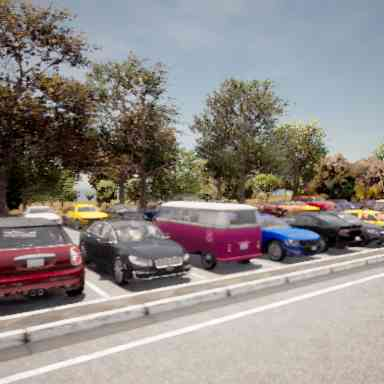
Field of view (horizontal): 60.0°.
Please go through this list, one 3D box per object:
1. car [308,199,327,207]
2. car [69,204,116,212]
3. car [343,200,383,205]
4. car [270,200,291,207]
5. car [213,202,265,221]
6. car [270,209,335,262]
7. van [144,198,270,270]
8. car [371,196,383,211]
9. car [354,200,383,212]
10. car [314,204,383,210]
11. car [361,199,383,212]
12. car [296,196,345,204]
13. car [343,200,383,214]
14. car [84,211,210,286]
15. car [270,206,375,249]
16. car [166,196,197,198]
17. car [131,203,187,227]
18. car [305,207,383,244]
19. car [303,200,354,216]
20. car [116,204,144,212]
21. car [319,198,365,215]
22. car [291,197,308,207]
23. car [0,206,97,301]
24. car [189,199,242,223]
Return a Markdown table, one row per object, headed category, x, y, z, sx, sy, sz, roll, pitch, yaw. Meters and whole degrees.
| category | x | y | z | sx | sy | sz | roll | pitch | yaw |
| --- | --- | --- | --- | --- | --- | --- | --- | --- | --- |
| car | 11.037 | 1.754 | 35.031 | 2.097 | 1.535 | 5.008 | 1 | 0 | -35 |
| car | -7.188 | 1.578 | 22.218 | 2.097 | 1.535 | 5.008 | 1 | 0 | -35 |
| car | 11.767 | 1.568 | 19.511 | 2.185 | 1.767 | 4.553 | 1 | 0 | -35 |
| car | 6.487 | 1.713 | 31.820 | 2.097 | 1.535 | 5.008 | 1 | 0 | -35 |
| car | 4.204 | 1.732 | 30.225 | 2.002 | 1.452 | 4.674 | 1 | 0 | -35 |
| car | 2.638 | 1.603 | 13.137 | 2.097 | 1.535 | 5.008 | 1 | 0 | -35 |
| van | 0.299 | 1.354 | 11.629 | 1.878 | 1.987 | 4.442 | 1 | 0 | -35 |
| car | 29.149 | 1.651 | 47.794 | 2.435 | 2.045 | 5.566 | 0 | 0 | -35 |
| car | 24.707 | 1.868 | 44.644 | 2.097 | 1.535 | 5.008 | 0 | 0 | -35 |
| car | 9.579 | 1.669 | 17.784 | 1.946 | 1.575 | 5.366 | 1 | 0 | -35 |
| car | 26.779 | 1.882 | 46.320 | 1.946 | 1.575 | 5.366 | 0 | 0 | -35 |
| car | 13.337 | 1.523 | 36.608 | 2.435 | 2.045 | 5.566 | 1 | 0 | -35 |
| car | 22.448 | 1.880 | 43.012 | 2.163 | 1.488 | 4.792 | 0 | 0 | -35 |
| car | -1.916 | 1.558 | 9.936 | 2.231 | 1.521 | 4.892 | 1 | 0 | -35 |
| car | 4.921 | 1.627 | 14.729 | 2.097 | 1.535 | 5.008 | 1 | 0 | -35 |
| car | -0.331 | 1.397 | 26.997 | 2.435 | 2.045 | 5.566 | 1 | 0 | -35 |
| car | -2.646 | 1.654 | 25.439 | 2.163 | 1.488 | 4.792 | 1 | 0 | -35 |
| car | 7.194 | 1.690 | 16.337 | 2.002 | 1.452 | 4.674 | 1 | 0 | -35 |
| car | 15.593 | 1.796 | 38.236 | 2.231 | 1.521 | 4.892 | 0 | 0 | -35 |
| car | -4.910 | 1.602 | 23.821 | 2.231 | 1.521 | 4.892 | 1 | 0 | -35 |
| car | 17.858 | 1.688 | 39.860 | 2.185 | 1.767 | 4.553 | 0 | 0 | -35 |
| car | 8.781 | 1.609 | 33.400 | 2.185 | 1.767 | 4.553 | 1 | 0 | -35 |
| car | -4.273 | 1.405 | 8.233 | 2.185 | 1.767 | 4.553 | 1 | 0 | -35 |
| car | 1.947 | 1.544 | 28.596 | 2.185 | 1.767 | 4.553 | 1 | 0 | -35 |
